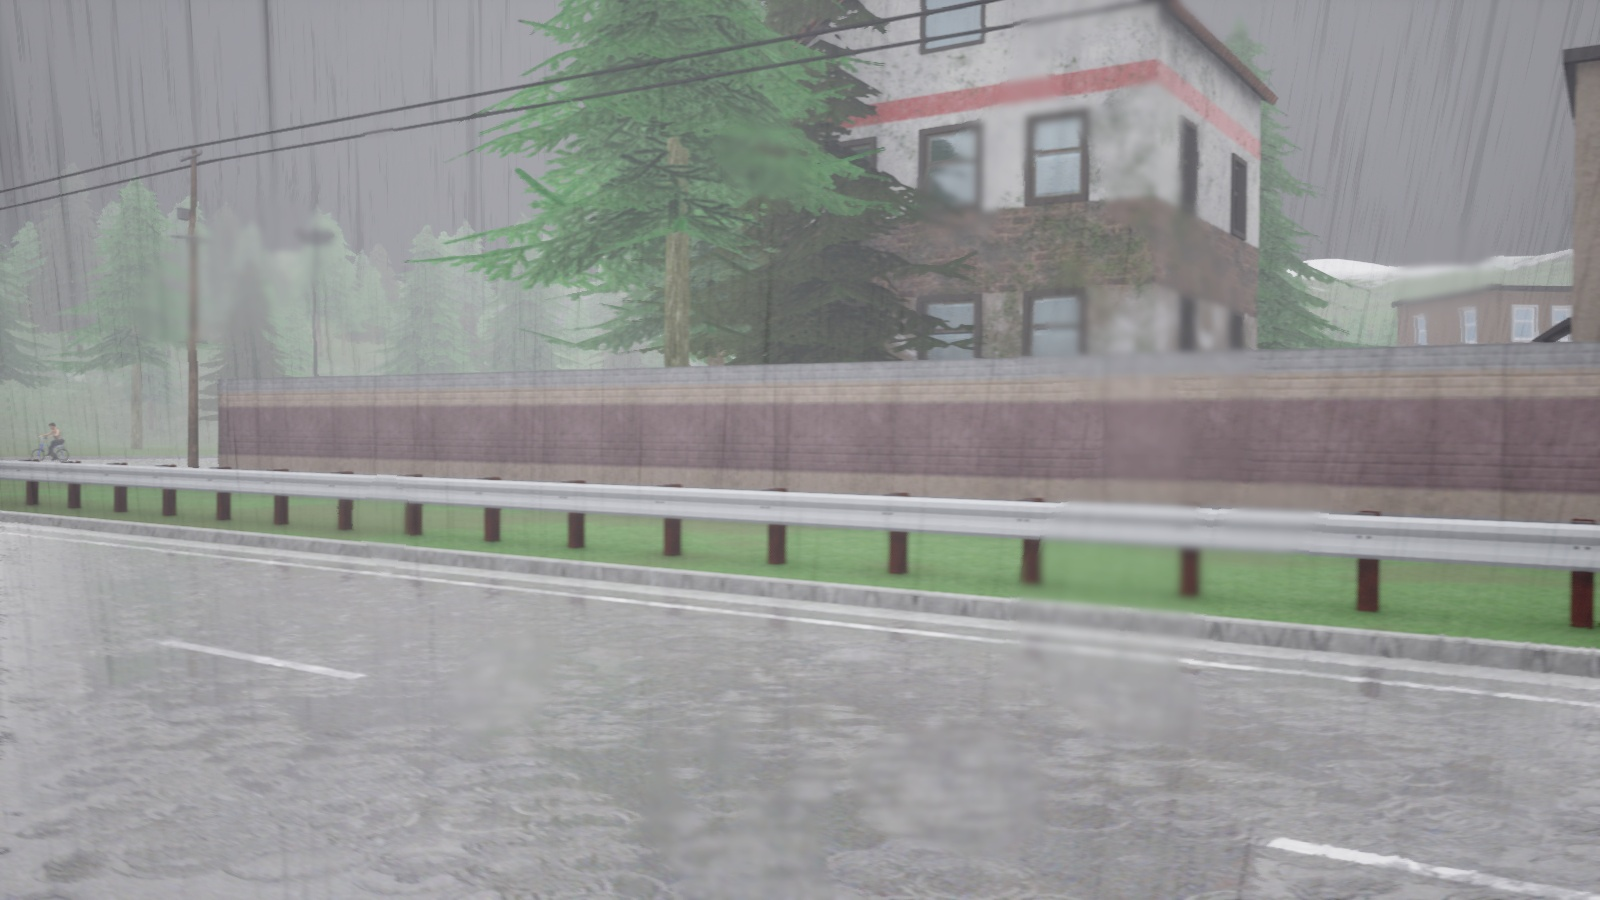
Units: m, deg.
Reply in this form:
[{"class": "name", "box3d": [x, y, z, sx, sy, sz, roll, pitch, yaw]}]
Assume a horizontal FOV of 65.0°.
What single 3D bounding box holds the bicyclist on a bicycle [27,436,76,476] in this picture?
[{"class": "bicyclist on a bicycle", "box3d": [-30.992, 0.239, 51.989, 0.866, 1.612, 1.509, 0, 1, 34]}]
